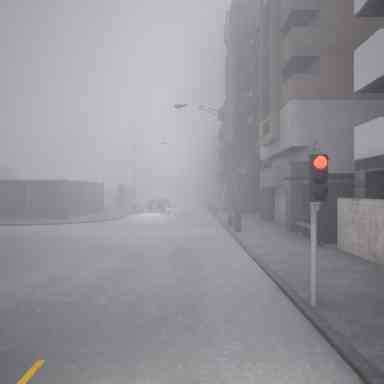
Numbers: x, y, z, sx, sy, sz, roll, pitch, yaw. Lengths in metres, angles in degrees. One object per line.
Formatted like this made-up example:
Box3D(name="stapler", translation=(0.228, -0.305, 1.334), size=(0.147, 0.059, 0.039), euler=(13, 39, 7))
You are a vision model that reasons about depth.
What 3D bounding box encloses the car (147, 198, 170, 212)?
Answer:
Box3D(name="car", translation=(-4.138, 1.491, 39.350), size=(2.128, 1.511, 4.902), euler=(0, 0, 0))
